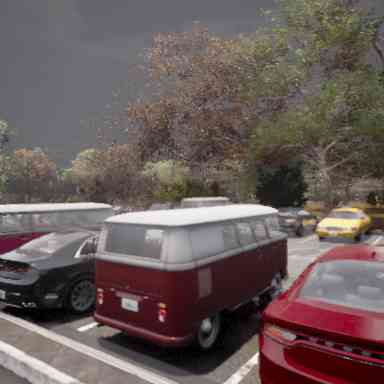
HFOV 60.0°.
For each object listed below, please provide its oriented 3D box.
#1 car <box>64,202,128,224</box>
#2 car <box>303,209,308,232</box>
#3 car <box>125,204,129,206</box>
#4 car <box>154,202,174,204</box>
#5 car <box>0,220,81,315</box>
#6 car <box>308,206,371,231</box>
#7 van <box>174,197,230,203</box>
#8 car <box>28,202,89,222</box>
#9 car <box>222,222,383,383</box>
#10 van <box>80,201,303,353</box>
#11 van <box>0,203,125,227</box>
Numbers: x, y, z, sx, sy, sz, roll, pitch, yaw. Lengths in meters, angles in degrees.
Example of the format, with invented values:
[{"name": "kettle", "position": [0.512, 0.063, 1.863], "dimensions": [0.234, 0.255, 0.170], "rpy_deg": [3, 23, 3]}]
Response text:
[{"name": "car", "position": [-8.008, 1.725, 28.256], "dimensions": [2.097, 1.535, 5.008], "rpy_deg": [-1, -1, 36]}, {"name": "car", "position": [5.581, 1.570, 18.537], "dimensions": [2.002, 1.452, 4.674], "rpy_deg": [-1, 0, 36]}, {"name": "car", "position": [-5.743, 1.727, 26.632], "dimensions": [2.002, 1.452, 4.674], "rpy_deg": [-1, -1, 36]}, {"name": "car", "position": [-1.235, 1.492, 23.367], "dimensions": [2.185, 1.767, 4.553], "rpy_deg": [-1, 0, 36]}, {"name": "car", "position": [-1.947, 1.529, 7.836], "dimensions": [2.231, 1.521, 4.892], "rpy_deg": [-1, 0, 36]}, {"name": "car", "position": [7.742, 1.499, 16.771], "dimensions": [1.946, 1.575, 5.366], "rpy_deg": [-1, 0, 36]}, {"name": "van", "position": [1.112, 1.360, 21.872], "dimensions": [1.878, 1.987, 4.442], "rpy_deg": [-1, 0, 36]}, {"name": "car", "position": [-12.542, 1.815, 31.488], "dimensions": [2.097, 1.535, 5.008], "rpy_deg": [-1, -1, 36]}, {"name": "car", "position": [2.617, 1.472, 4.582], "dimensions": [2.097, 1.535, 5.008], "rpy_deg": [-1, 0, 35]}, {"name": "van", "position": [0.403, 1.274, 6.310], "dimensions": [1.878, 1.987, 4.442], "rpy_deg": [-1, 0, 35]}, {"name": "van", "position": [-4.296, 1.331, 9.377], "dimensions": [1.878, 1.987, 4.442], "rpy_deg": [-1, 0, 36]}]
